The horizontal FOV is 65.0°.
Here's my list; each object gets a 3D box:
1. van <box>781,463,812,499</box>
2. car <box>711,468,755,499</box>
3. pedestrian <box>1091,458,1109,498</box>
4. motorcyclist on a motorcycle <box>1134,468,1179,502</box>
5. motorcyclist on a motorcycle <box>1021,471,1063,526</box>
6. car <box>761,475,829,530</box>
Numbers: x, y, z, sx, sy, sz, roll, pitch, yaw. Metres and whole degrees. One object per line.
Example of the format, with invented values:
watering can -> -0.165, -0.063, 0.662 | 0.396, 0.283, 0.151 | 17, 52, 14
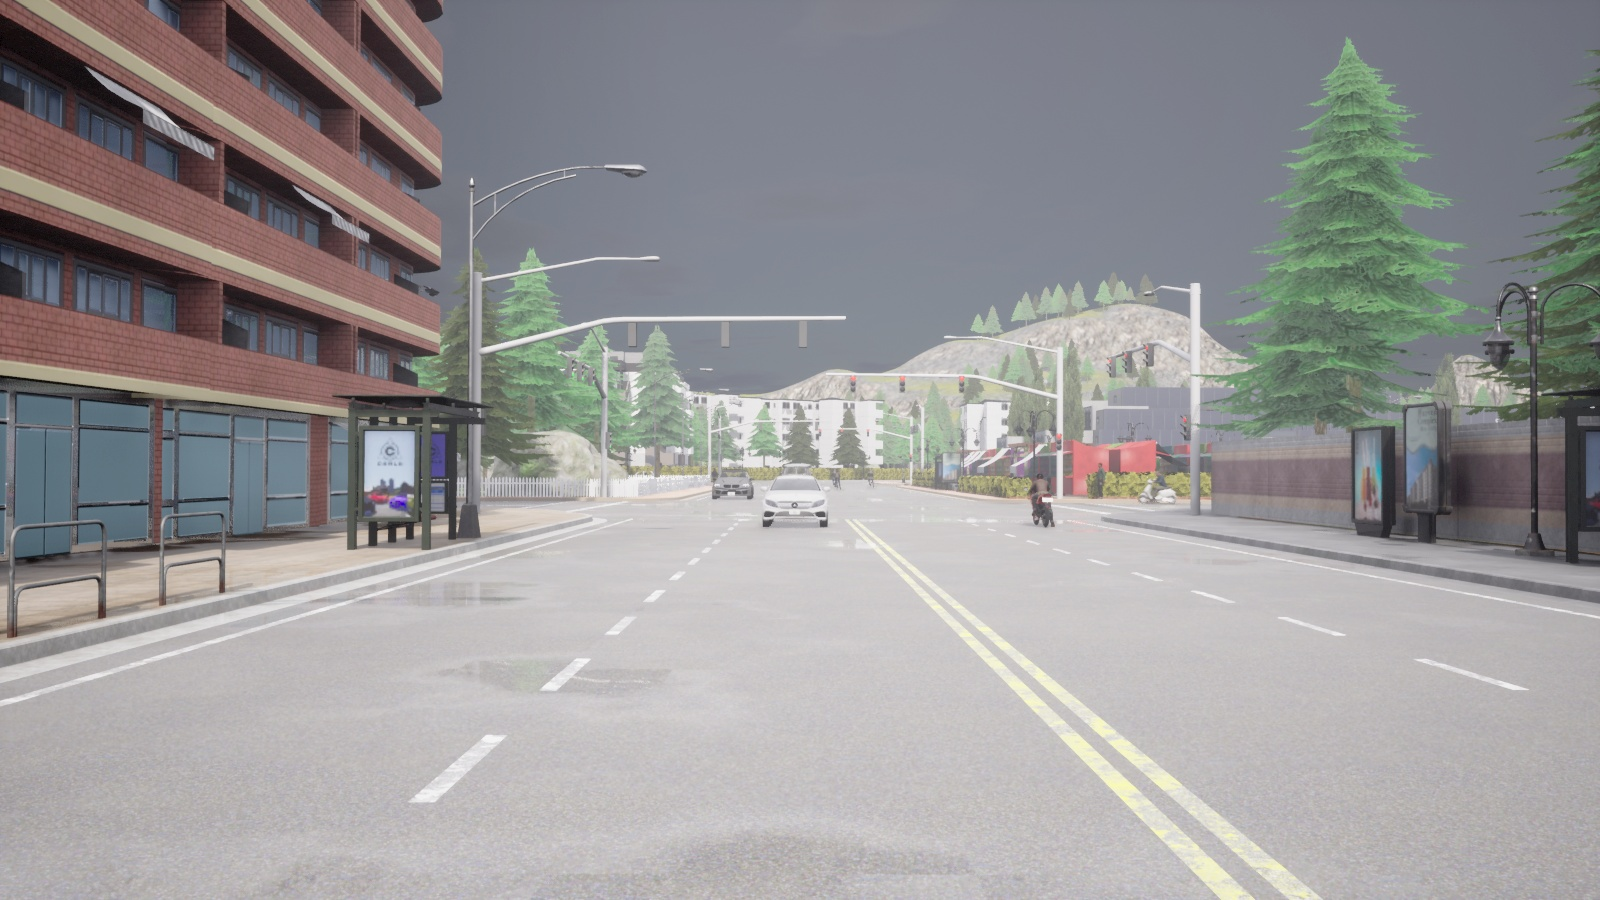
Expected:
van -> -0.201, 1.800, 73.544 | 1.775, 1.987, 4.442 | 0, -1, 0
car -> -3.693, 1.844, 69.900 | 2.242, 1.667, 4.611 | 0, -1, 0
pedestrian -> 14.962, 1.401, 62.560 | 0.788, 1.949, 0.423 | 0, -1, 2
motorcyclist on a motorcycle -> 16.709, 1.632, 58.874 | 1.817, 1.590, 0.866 | 0, -1, 0
motorcyclist on a motorcycle -> 6.901, 1.371, 35.922 | 0.797, 1.523, 2.044 | 0, -1, 0
car -> -0.113, 1.443, 35.965 | 1.812, 1.442, 4.674 | 0, -1, 0
